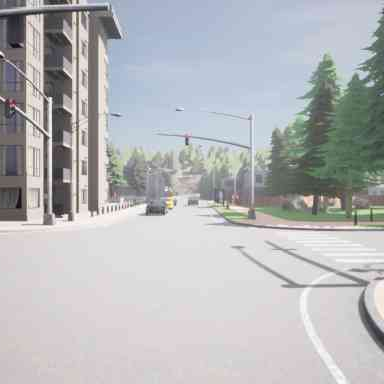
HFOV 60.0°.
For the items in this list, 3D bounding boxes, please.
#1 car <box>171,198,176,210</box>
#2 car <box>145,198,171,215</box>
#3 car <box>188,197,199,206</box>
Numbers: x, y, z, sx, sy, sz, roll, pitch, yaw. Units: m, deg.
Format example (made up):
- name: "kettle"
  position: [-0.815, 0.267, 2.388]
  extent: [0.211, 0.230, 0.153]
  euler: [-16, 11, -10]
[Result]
- name: "car"
  position: [-3.447, 1.478, 43.469]
  extent: [1.882, 1.535, 5.008]
  euler: [0, 0, 0]
- name: "car"
  position: [-3.489, 1.478, 33.508]
  extent: [1.882, 1.535, 5.008]
  euler: [0, 0, 0]
- name: "car"
  position: [0.185, 1.547, 55.689]
  extent: [2.033, 1.411, 5.357]
  euler: [0, 0, 0]
